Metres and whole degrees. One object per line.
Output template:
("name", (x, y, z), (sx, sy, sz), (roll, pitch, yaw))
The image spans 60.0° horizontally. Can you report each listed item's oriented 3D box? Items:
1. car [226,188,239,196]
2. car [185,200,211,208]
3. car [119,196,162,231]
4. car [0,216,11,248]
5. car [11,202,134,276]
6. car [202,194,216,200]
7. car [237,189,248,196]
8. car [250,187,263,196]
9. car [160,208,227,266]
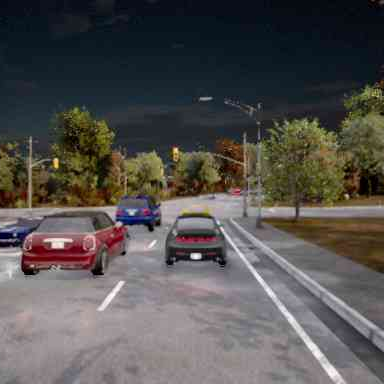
("car", (11.171, 0.009, 89.413), (2.150, 2.045, 5.566), (0, 3, 30))
("car", (0.292, 1.530, 21.386), (1.882, 1.535, 5.008), (0, 0, 2))
("car", (-3.236, 1.272, 20.893), (2.150, 2.045, 5.566), (0, 0, 2))
("car", (-7.035, 1.626, 14.062), (1.895, 1.301, 4.718), (0, 0, 1))
("car", (-3.382, 1.367, 10.546), (2.097, 1.767, 4.553), (0, 0, 0))
("car", (3.971, 1.175, 75.625), (1.812, 1.442, 4.674), (0, 2, 23))
("car", (14.355, 0.314, 87.910), (1.994, 1.385, 4.181), (0, 3, 33))
("car", (17.679, 0.197, 86.642), (1.882, 1.535, 5.008), (0, 3, 33))
("car", (0.125, 1.522, 11.547), (1.837, 1.490, 4.892), (0, 0, 0))
